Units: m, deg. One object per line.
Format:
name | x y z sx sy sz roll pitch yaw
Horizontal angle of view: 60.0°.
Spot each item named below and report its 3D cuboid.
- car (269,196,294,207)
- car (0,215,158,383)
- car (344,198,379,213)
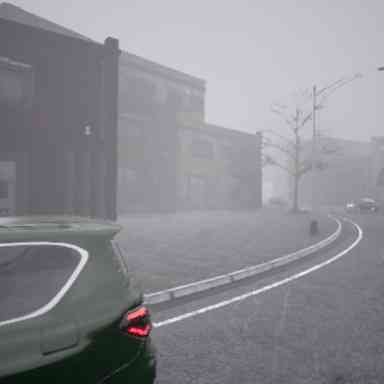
car | 13.030 1.336 48.557 2.128 1.511 4.902 1 0 -17
car | -2.905 1.252 2.056 5.566 2.045 2.150 0 0 -35
car | 18.543 1.462 36.515 1.837 1.490 4.892 1 0 0
